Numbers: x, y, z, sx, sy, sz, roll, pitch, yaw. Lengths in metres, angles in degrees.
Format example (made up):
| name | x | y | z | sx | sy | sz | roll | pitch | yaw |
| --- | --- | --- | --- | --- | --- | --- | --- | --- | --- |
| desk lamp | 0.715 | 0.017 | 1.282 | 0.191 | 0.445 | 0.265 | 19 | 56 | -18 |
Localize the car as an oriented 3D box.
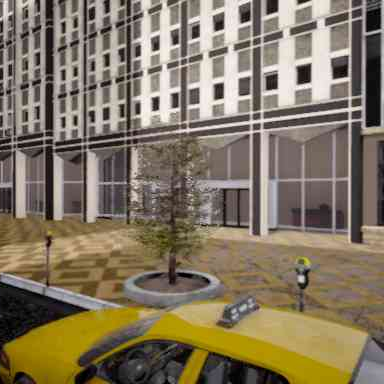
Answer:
| name | x | y | z | sx | sy | sz | roll | pitch | yaw |
| --- | --- | --- | --- | --- | --- | --- | --- | --- | --- |
| car | 0.156 | 1.533 | 2.755 | 4.829 | 1.417 | 1.752 | 0 | 0 | 36 |
